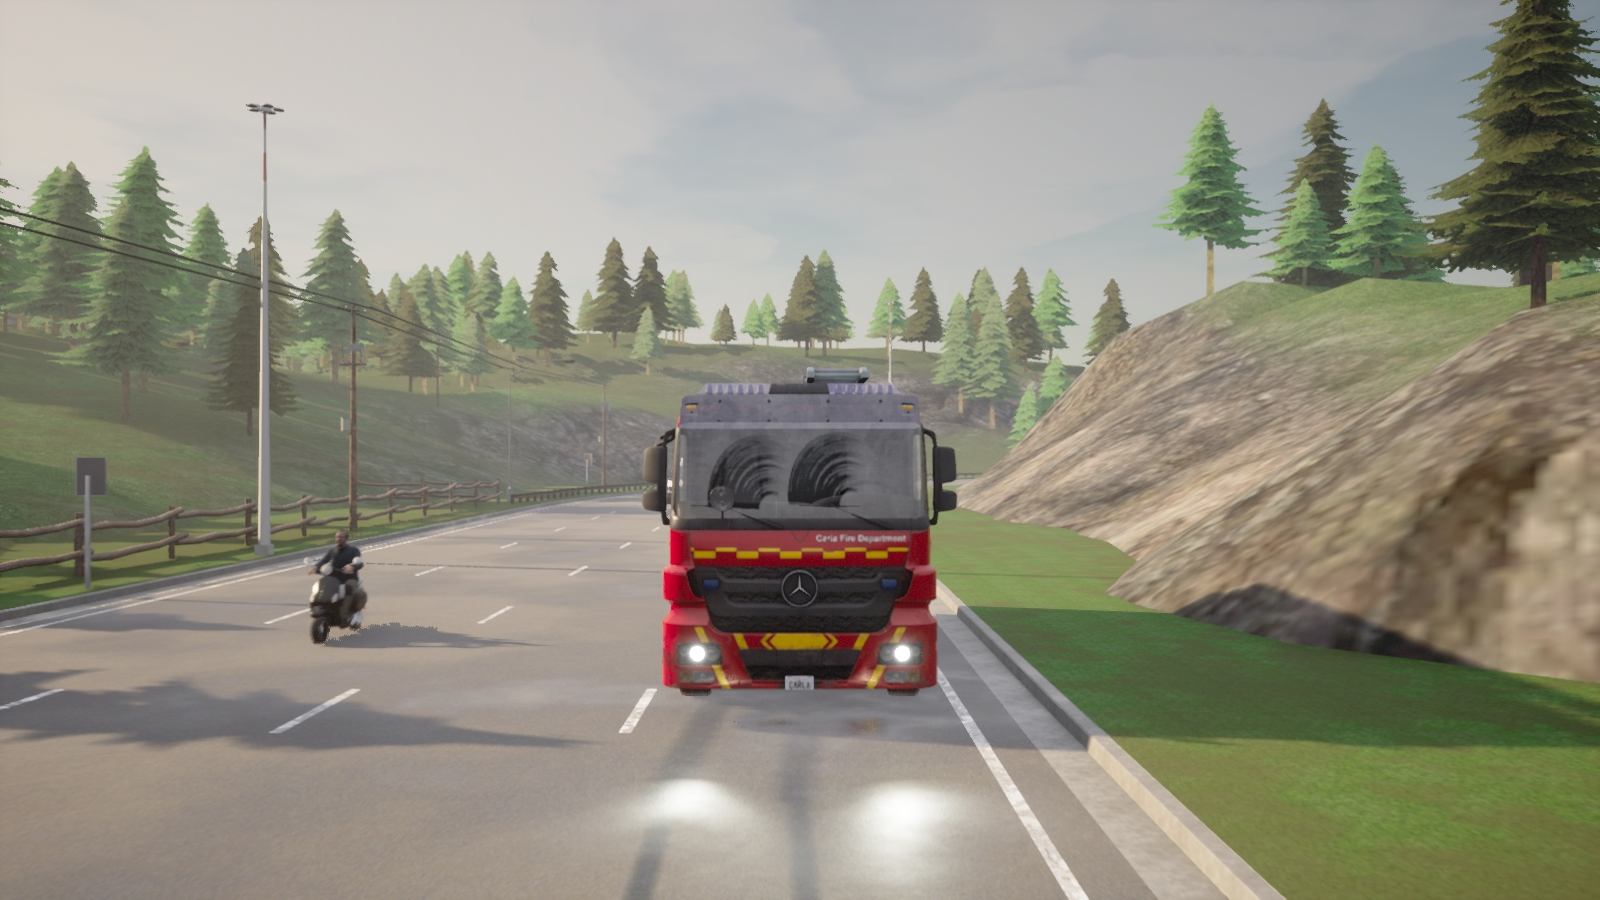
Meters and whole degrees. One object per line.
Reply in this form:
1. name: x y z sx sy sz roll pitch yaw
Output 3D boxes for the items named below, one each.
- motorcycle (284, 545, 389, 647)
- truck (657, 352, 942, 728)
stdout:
1. motorcycle: -6.995 2.178 17.331 0.856 1.316 1.805 0 0 0
2. truck: -0.007 0.924 15.839 2.891 3.827 8.468 0 0 0
